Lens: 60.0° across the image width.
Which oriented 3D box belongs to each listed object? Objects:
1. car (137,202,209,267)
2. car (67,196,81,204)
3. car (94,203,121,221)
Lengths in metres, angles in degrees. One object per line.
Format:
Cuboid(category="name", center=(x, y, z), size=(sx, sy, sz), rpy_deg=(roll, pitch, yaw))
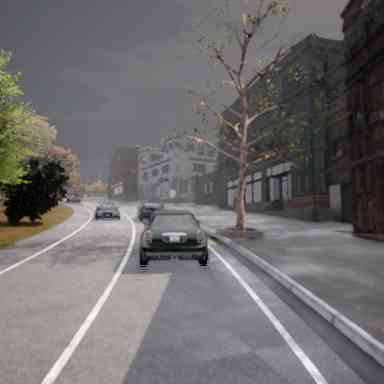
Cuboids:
Cuboid(category="car", center=(-0.710, 1.388, 11.807), size=(2.097, 1.767, 4.553), rpy_deg=(0, 0, -5))
Cuboid(category="car", center=(-23.044, 1.492, 64.919), size=(2.033, 1.411, 5.357), rpy_deg=(3, -1, -31))
Cuboid(category="car", center=(-7.000, 1.605, 27.653), size=(1.994, 1.385, 4.181), rpy_deg=(1, 0, -14))
